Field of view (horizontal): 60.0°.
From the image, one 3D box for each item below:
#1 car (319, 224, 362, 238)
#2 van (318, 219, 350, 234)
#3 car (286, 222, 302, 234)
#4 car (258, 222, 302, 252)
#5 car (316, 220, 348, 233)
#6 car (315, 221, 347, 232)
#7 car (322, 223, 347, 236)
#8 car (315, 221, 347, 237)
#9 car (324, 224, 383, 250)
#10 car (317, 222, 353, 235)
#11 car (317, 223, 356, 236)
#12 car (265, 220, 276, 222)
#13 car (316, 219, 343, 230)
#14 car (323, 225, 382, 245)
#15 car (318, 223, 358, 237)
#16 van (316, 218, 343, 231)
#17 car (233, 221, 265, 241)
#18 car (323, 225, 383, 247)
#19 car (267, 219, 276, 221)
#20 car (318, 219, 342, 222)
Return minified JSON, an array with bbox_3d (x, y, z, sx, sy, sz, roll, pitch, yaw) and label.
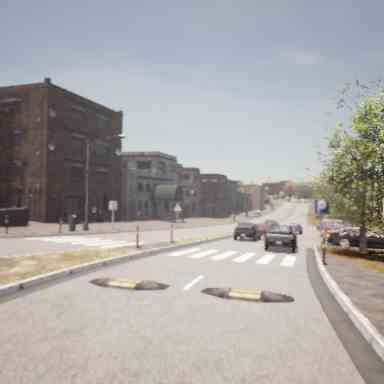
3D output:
[{"bbox_3d":[18.443,4.822,41.568,4.674,1.452,2.002,1,-4,19],"label":"car"},{"bbox_3d":[22.152,5.326,51.934,4.442,1.987,1.878,1,-3,19],"label":"van"},{"bbox_3d":[13.906,4.898,45.174,1.994,1.385,4.181,1,-4,19],"label":"car"},{"bbox_3d":[5.752,2.889,21.321,2.128,1.511,4.902,1,-4,19],"label":"car"},{"bbox_3d":[22.948,5.615,54.697,4.553,1.767,2.185,1,-3,19],"label":"car"},{"bbox_3d":[23.823,5.911,57.160,4.892,1.521,2.231,1,-3,19],"label":"car"},{"bbox_3d":[13.066,3.528,25.992,5.008,1.535,2.097,1,-4,19],"label":"car"},{"bbox_3d":[15.584,4.164,33.839,5.366,1.575,1.946,1,-4,19],"label":"car"},{"bbox_3d":[12.169,3.310,23.396,4.892,1.521,2.231,1,-4,19],"label":"car"},{"bbox_3d":[21.164,5.392,49.351,4.792,1.488,2.163,1,-4,19],"label":"car"},{"bbox_3d":[20.212,5.203,46.775,4.792,1.488,2.163,1,-4,19],"label":"car"},{"bbox_3d":[8.307,4.278,39.072,1.994,1.385,4.181,1,-4,19],"label":"car"},{"bbox_3d":[25.657,6.127,62.354,4.553,1.767,2.185,1,-3,19],"label":"car"},{"bbox_3d":[14.887,3.991,31.165,4.792,1.488,2.163,1,-4,19],"label":"car"},{"bbox_3d":[19.344,5.019,44.163,4.674,1.452,2.002,1,-4,19],"label":"car"},{"bbox_3d":[24.625,5.857,59.810,4.442,1.987,1.878,1,-3,19],"label":"van"},{"bbox_3d":[4.837,3.375,28.712,1.837,1.490,4.892,1,-4,19],"label":"car"},{"bbox_3d":[13.972,3.746,28.582,4.892,1.521,2.231,1,-4,19],"label":"car"},{"bbox_3d":[11.361,4.749,47.948,2.097,1.767,4.553,1,-4,19],"label":"car"},{"bbox_3d":[17.525,4.458,38.984,4.553,1.767,2.185,1,-4,19],"label":"car"}]
